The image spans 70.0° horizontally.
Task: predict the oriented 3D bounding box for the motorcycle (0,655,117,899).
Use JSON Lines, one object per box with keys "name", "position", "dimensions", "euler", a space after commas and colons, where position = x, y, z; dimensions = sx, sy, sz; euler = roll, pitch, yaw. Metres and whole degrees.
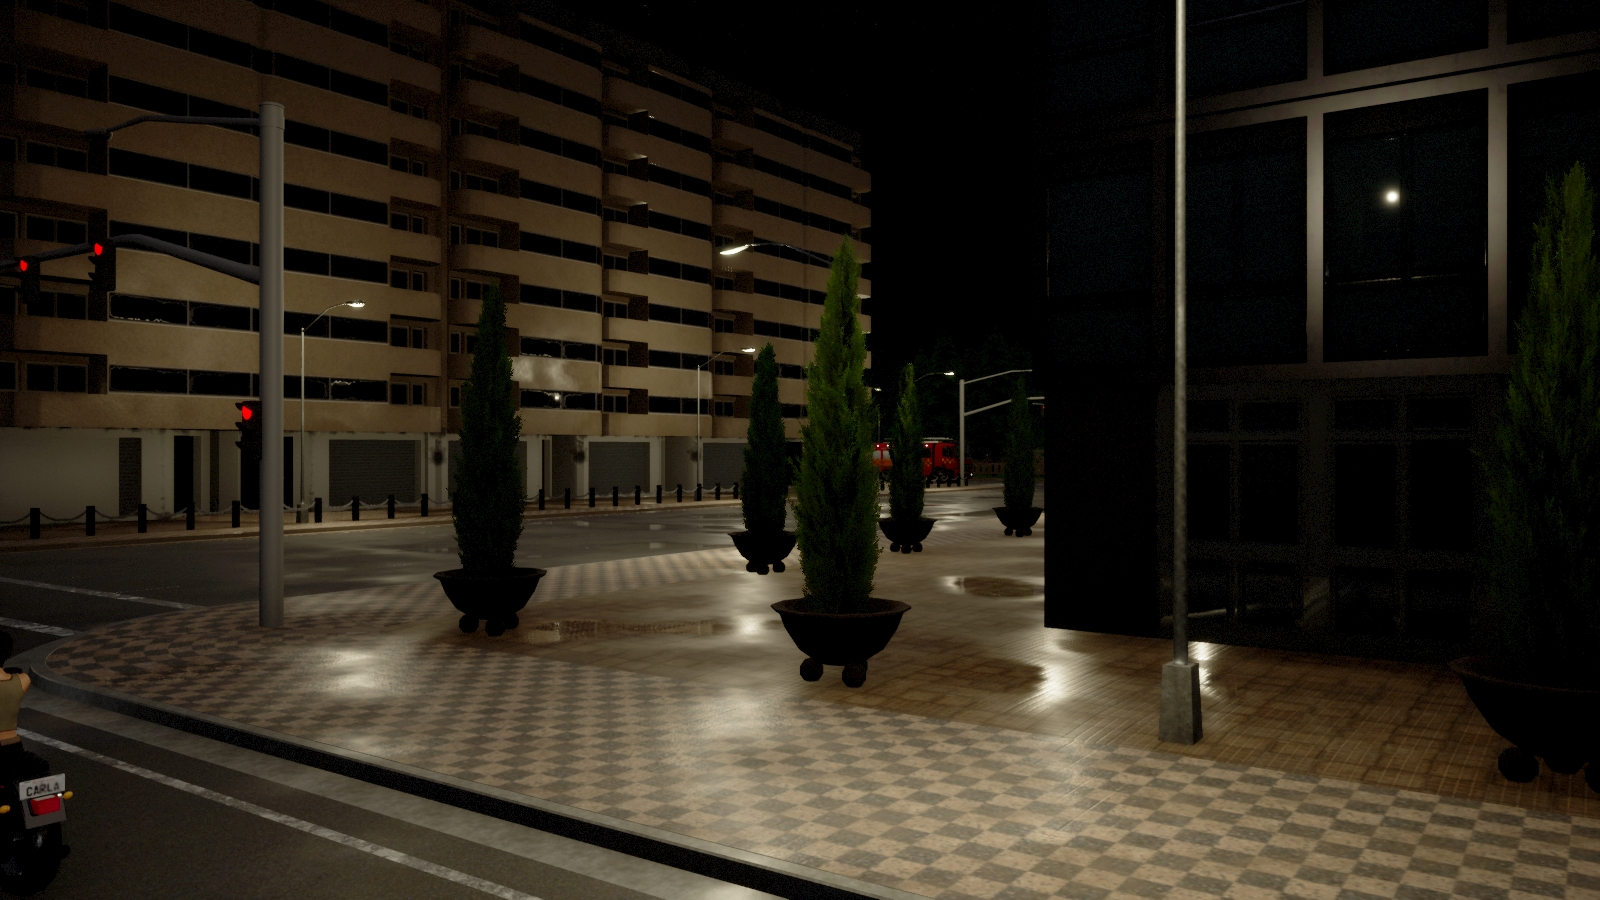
{"name": "motorcycle", "position": [-5.562, 2.151, 7.682], "dimensions": [2.356, 1.307, 0.764], "euler": [0, 0, 35]}
